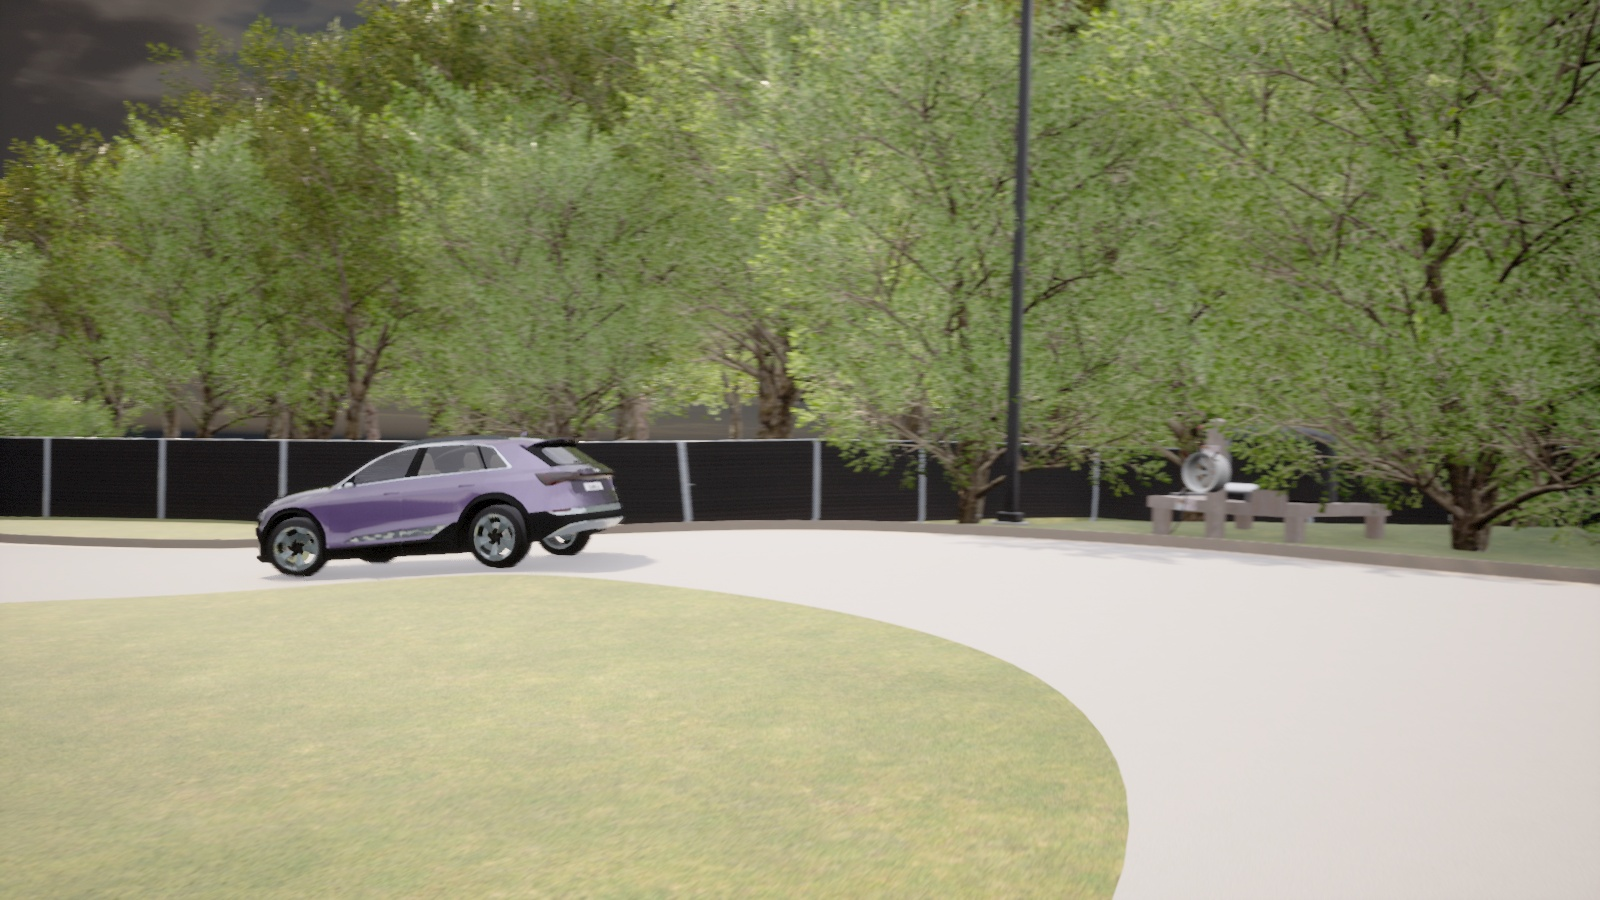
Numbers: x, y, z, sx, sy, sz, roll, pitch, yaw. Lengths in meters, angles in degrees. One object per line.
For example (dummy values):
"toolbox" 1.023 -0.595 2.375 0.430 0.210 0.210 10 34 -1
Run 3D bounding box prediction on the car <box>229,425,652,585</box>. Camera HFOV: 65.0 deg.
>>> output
"car" -4.623 0.703 16.272 4.856 1.649 2.033 -4 -1 17
